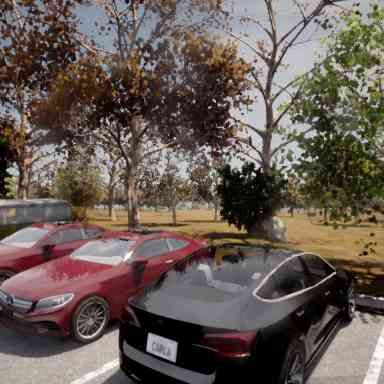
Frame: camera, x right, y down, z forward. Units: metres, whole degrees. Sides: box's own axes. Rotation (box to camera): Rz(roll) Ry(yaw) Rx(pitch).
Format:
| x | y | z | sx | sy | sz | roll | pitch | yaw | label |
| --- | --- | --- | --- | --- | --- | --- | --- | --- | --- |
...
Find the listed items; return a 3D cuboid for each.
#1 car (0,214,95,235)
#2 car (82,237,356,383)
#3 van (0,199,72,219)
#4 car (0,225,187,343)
| x | y | z | sx | sy | sz | roll | pitch | yaw | label |
| --- | --- | --- | --- | --- | --- | --- | --- | --- | --- |
| -3.569 | 1.491 | 8.332 | 2.002 | 1.452 | 4.674 | 0 | 0 | 36 | car |
| 1.077 | 1.509 | 5.033 | 2.163 | 1.488 | 4.792 | 0 | 0 | 36 | car |
| -5.816 | 1.211 | 9.783 | 1.878 | 1.987 | 4.442 | 0 | 1 | 35 | van |
| -1.305 | 1.509 | 6.709 | 2.002 | 1.452 | 4.674 | 0 | 0 | 36 | car |
